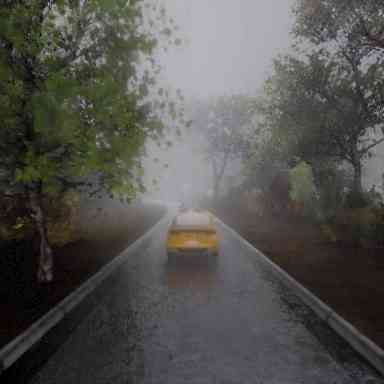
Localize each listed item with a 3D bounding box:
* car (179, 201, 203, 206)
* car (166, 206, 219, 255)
[{"bbox_3d":[-0.089,1.508,27.439,2.097,1.767,4.553,0,0,0],"label":"car"},{"bbox_3d":[0.033,1.556,13.647,1.882,1.535,5.008,0,0,0],"label":"car"}]
